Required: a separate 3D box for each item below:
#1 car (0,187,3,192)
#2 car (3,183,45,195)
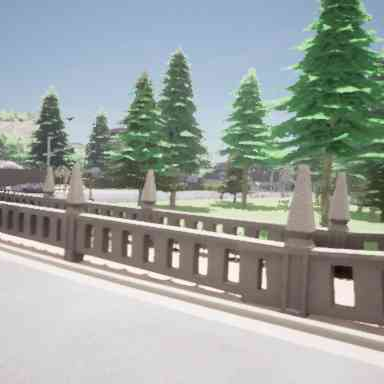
[{"bbox_3d":[-21.130,-0.360,41.417,1.895,1.301,4.718,4,2,37],"label":"car"},{"bbox_3d":[-18.698,-0.275,38.838,2.128,1.511,4.902,4,2,37],"label":"car"}]
